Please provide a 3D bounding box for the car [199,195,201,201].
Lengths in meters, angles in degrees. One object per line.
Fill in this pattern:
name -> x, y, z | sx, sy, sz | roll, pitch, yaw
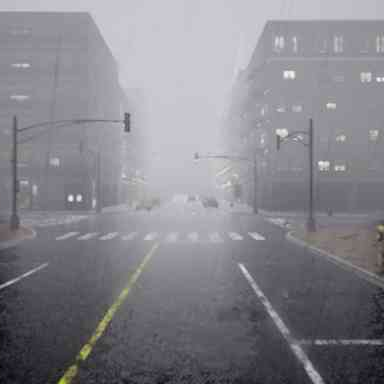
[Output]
car -> 2.686, 1.567, 62.564 | 1.802, 1.307, 4.206 | 1, 0, 0

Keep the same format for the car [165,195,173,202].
car -> -5.697, 1.510, 73.454 | 1.752, 1.417, 4.829 | 1, 0, 0

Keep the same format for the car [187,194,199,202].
car -> -0.012, 1.482, 71.838 | 1.837, 1.490, 4.892 | 0, 0, 0

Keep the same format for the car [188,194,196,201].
car -> -0.015, 1.270, 82.230 | 2.097, 1.767, 4.553 | 0, 0, 0

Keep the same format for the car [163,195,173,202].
car -> -5.698, 1.535, 79.147 | 2.008, 1.369, 4.403 | 1, 0, 0

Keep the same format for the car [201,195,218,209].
car -> 2.690, 1.532, 45.994 | 1.887, 1.381, 4.507 | 1, 0, 0

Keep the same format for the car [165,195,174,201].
car -> -5.699, 1.529, 84.671 | 1.887, 1.381, 4.507 | 1, 0, 0

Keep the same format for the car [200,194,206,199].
car -> 2.689, 1.427, 51.517 | 1.967, 1.590, 4.097 | 1, 0, 0

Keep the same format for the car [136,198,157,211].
car -> -5.690, 1.514, 40.313 | 1.752, 1.417, 4.829 | 1, 0, 0

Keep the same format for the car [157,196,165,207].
car -> -5.693, 1.532, 51.530 | 1.887, 1.381, 4.507 | 1, 0, 0
